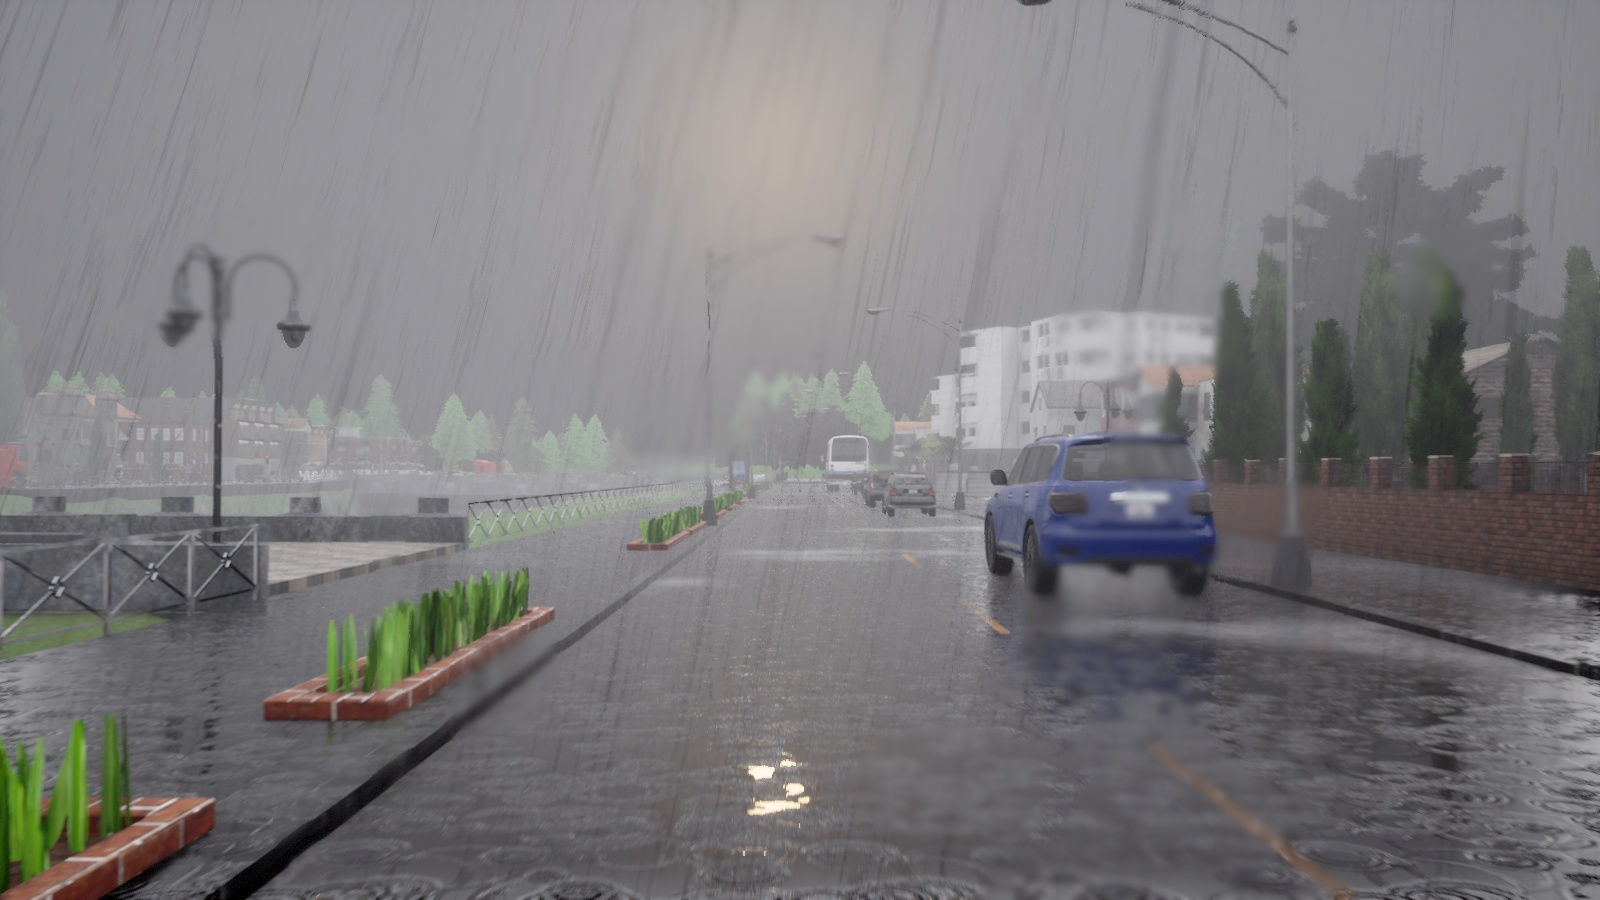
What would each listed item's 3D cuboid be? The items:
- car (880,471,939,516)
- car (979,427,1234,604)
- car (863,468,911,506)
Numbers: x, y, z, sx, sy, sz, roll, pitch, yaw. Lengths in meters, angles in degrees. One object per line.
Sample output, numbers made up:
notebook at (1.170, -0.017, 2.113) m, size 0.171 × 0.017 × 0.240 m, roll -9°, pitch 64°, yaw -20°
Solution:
car at (3.894, 1.536, 45.292) m, size 1.789 × 1.549 × 3.705 m, roll 0°, pitch -1°, yaw 0°
car at (3.958, 0.809, 17.408) m, size 2.150 × 2.045 × 5.566 m, roll 0°, pitch -1°, yaw 0°
car at (3.868, 1.641, 56.374) m, size 1.851 × 1.617 × 3.988 m, roll 0°, pitch -1°, yaw 0°
